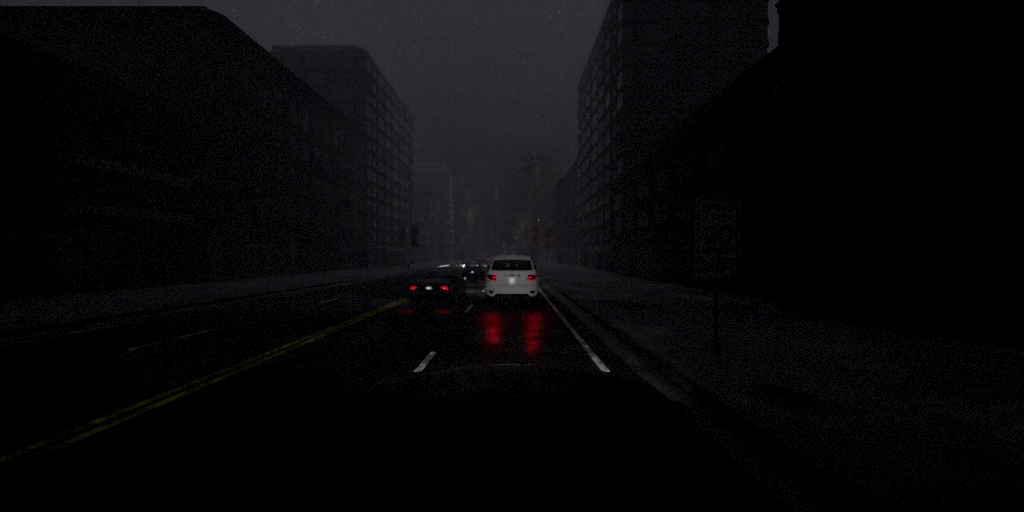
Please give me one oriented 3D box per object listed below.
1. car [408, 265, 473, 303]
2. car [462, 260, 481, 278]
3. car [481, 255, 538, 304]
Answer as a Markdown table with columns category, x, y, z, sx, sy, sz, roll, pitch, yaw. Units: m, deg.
| category | x | y | z | sx | sy | sz | roll | pitch | yaw |
| --- | --- | --- | --- | --- | --- | --- | --- | --- | --- |
| car | -3.249 | 1.303 | 16.500 | 2.033 | 1.411 | 5.357 | 0 | 0 | 0 |
| car | -3.249 | 1.288 | 31.500 | 1.994 | 1.385 | 4.181 | 0 | 0 | 0 |
| car | 0.000 | 0.997 | 16.530 | 2.150 | 2.045 | 5.566 | 0 | 0 | 0 |
